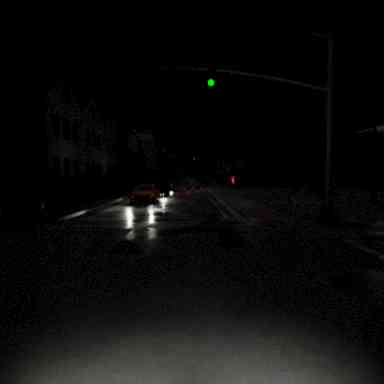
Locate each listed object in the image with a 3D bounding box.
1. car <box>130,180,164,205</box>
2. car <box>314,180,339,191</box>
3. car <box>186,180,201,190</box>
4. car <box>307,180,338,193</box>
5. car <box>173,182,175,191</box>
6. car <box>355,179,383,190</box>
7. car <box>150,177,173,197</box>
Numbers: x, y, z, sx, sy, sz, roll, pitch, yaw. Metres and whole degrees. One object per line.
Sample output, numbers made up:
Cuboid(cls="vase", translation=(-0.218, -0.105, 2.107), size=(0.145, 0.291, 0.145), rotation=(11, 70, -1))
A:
Cuboid(cls="car", translation=(-3.582, 0.115, 26.039), size=(1.882, 1.535, 5.008), rotation=(0, 3, 0))
Cuboid(cls="car", translation=(19.099, -1.003, 47.324), size=(1.970, 1.475, 3.806), rotation=(0, 3, 0))
Cuboid(cls="car", translation=(0.196, -1.027, 50.058), size=(1.812, 1.442, 4.674), rotation=(0, 3, 2))
Cuboid(cls="car", translation=(15.451, -0.587, 40.279), size=(2.007, 1.523, 4.514), rotation=(0, 3, 0))
Cuboid(cls="car", translation=(-3.524, -0.989, 45.831), size=(2.097, 1.767, 4.553), rotation=(0, 3, 0))
Cuboid(cls="car", translation=(25.516, -1.101, 47.655), size=(2.152, 1.636, 5.027), rotation=(0, 3, 0))
Cuboid(cls="car", translation=(-3.569, -0.631, 35.945), size=(2.150, 2.045, 5.566), rotation=(0, 3, 0))
